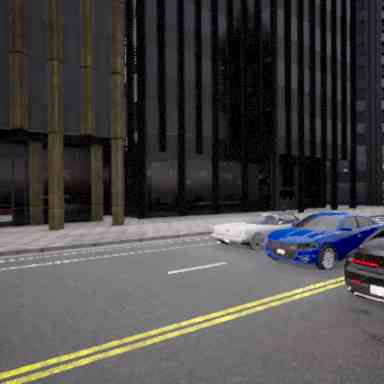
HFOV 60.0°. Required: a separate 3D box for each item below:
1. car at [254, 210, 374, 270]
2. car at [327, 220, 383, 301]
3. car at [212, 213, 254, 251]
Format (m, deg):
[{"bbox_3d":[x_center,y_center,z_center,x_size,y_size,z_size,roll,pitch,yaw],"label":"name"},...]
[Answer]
[{"bbox_3d":[4.566,1.404,10.933,5.008,1.535,1.882,0,0,-35],"label":"car"},{"bbox_3d":[5.204,1.444,7.150,4.892,1.490,1.837,-1,0,-35],"label":"car"},{"bbox_3d":[3.133,1.523,13.904,4.718,1.301,1.895,-1,0,-35],"label":"car"}]
